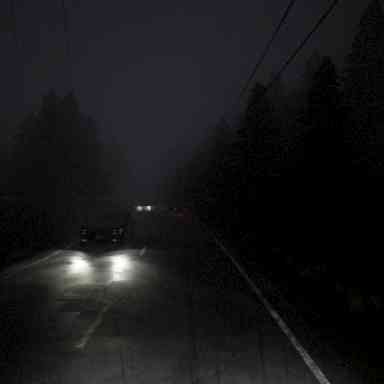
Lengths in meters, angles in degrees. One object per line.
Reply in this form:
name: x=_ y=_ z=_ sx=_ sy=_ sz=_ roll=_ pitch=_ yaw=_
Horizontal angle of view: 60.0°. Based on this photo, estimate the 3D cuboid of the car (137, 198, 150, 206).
car: x=-8.384 y=1.755 z=57.597 sx=1.895 sy=1.301 sz=4.718 roll=0 pitch=0 yaw=-14

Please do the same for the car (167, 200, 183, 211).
car: x=-2.161 y=1.708 z=41.552 sx=1.895 sy=1.301 sz=4.718 roll=0 pitch=0 yaw=-6

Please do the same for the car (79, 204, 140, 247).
car: x=-3.767 y=1.521 z=15.490 sx=1.882 sy=1.535 sz=5.008 roll=0 pitch=0 yaw=-3
